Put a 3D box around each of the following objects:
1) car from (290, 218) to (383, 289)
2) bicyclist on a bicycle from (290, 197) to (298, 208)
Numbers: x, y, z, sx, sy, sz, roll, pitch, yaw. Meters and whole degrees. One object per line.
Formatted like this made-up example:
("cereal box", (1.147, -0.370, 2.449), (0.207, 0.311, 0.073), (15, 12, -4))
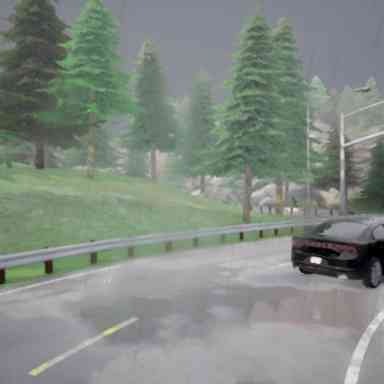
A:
("car", (4.789, 1.481, 9.373), (5.008, 1.535, 1.882), (1, -1, -40))
("bicyclist on a bicycle", (13.303, 1.447, 43.404), (1.656, 1.620, 0.582), (-8, 2, -38))
